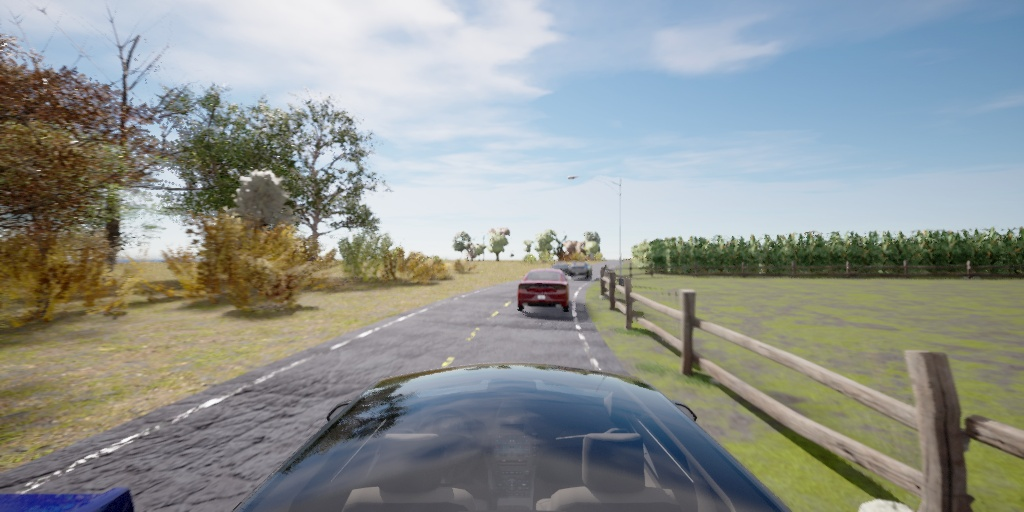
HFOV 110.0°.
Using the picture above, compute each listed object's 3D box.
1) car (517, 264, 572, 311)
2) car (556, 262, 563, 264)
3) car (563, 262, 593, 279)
[{"bbox_3d":[1.408,1.265,14.723,1.882,1.535,5.008,0,0,9],"label":"car"},{"bbox_3d":[5.446,1.390,40.200,1.994,1.385,4.181,0,0,18],"label":"car"},{"bbox_3d":[6.426,1.314,33.584,2.128,1.511,4.902,0,0,18],"label":"car"}]
